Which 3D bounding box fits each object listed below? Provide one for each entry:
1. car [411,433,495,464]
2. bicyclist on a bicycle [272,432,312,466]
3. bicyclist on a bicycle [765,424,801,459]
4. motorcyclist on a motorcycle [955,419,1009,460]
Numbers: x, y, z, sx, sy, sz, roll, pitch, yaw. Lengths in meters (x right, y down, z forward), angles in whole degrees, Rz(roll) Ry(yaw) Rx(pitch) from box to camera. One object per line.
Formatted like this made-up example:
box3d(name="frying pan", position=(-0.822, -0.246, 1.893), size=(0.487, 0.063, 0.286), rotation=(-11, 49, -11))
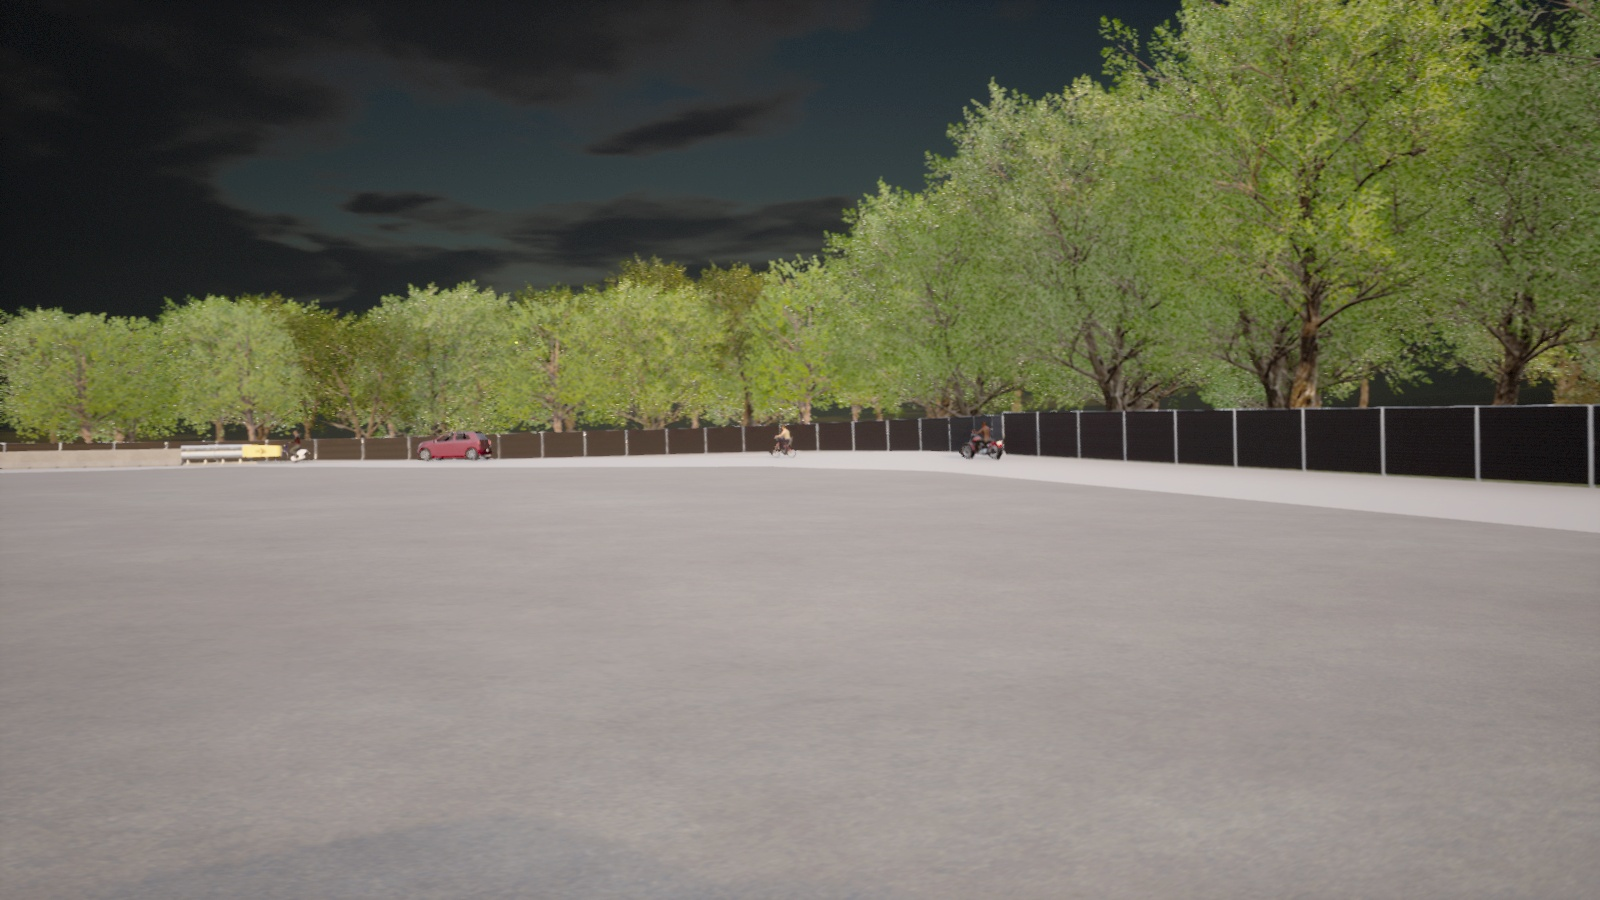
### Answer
box3d(name="car", position=(-17.558, -0.097, 63.602), size=(3.633, 1.501, 1.845), rotation=(-1, 1, 9))
box3d(name="bicyclist on a bicycle", position=(-27.048, -0.042, 66.871), size=(1.843, 1.776, 0.659), rotation=(-1, 0, -7))
box3d(name="bicyclist on a bicycle", position=(-0.827, -0.415, 60.453), size=(1.509, 1.612, 0.866), rotation=(0, 2, 37))
box3d(name="motorcyclist on a motorcycle", position=(7.538, -0.434, 52.209), size=(0.766, 1.649, 2.350), rotation=(-4, 3, -35))
